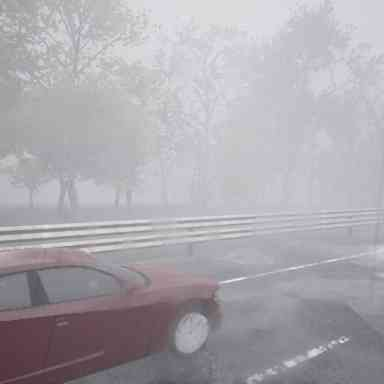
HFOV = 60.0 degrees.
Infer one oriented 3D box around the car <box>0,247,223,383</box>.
[{"bbox_3d":[-1.848,1.478,4.307,5.008,1.535,1.882,0,0,-35],"label":"car"}]
